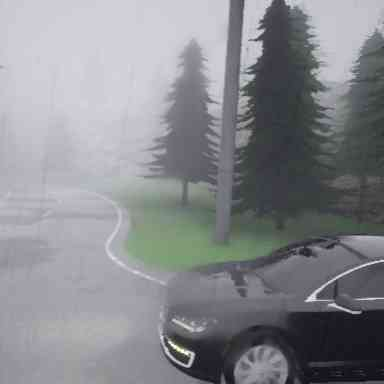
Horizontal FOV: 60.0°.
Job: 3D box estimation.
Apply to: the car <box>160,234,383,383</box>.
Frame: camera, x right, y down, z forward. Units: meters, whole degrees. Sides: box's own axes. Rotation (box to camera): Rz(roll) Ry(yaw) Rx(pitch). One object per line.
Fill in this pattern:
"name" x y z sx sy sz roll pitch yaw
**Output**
"car" 2.060 1.337 4.221 4.892 1.490 1.837 3 3 -6
